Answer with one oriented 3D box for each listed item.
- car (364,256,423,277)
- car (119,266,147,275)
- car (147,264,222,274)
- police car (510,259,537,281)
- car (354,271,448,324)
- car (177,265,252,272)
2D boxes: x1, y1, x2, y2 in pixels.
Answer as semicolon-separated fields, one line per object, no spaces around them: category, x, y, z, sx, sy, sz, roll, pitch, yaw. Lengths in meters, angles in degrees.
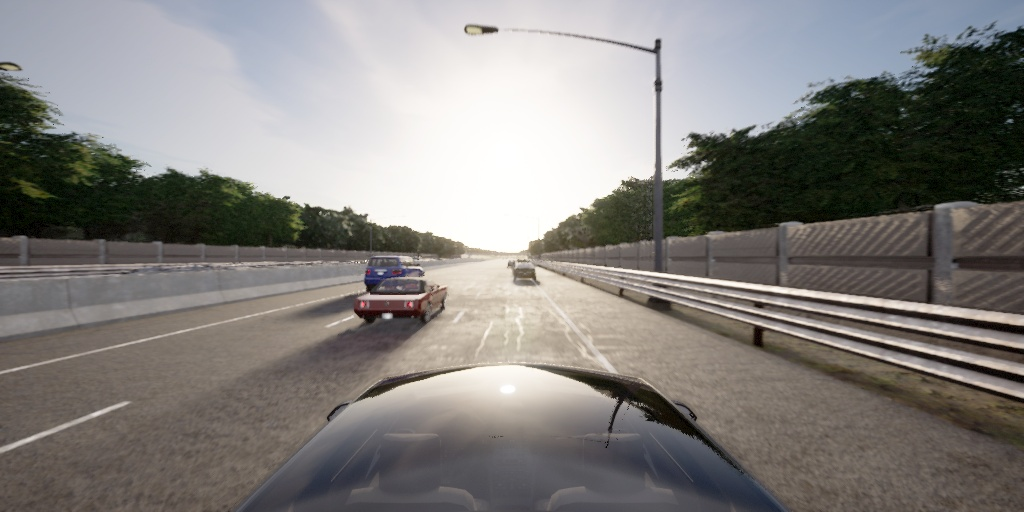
car;-6.907;1.002;21.521;2.150;2.045;5.566;0;0;0
car;-24.585;1.353;24.757;1.994;1.385;4.181;0;0;0
car;-21.089;1.279;24.362;2.128;1.511;4.902;0;0;0
police car;1.043;1.237;30.944;1.930;1.638;5.238;0;0;0
car;-3.403;1.361;12.032;1.895;1.301;4.718;0;0;0
car;-17.591;1.382;22.353;1.895;1.301;4.718;0;0;0
